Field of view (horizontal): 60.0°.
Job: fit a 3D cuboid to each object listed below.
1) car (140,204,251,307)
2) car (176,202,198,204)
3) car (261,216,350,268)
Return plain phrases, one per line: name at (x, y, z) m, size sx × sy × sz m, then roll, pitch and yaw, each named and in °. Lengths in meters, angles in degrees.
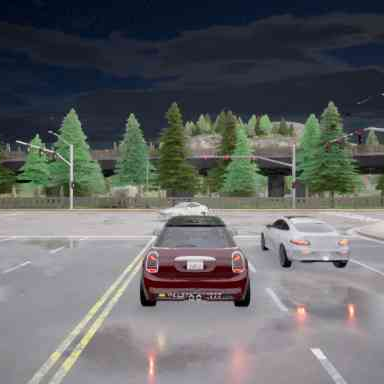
car at (0.077, 1.352, 8.157) m, size 2.097 × 1.767 × 4.553 m, roll 0°, pitch 0°, yaw 1°
car at (-0.624, 1.501, 25.802) m, size 1.812 × 1.442 × 4.674 m, roll -1°, pitch 0°, yaw 42°
car at (3.594, 1.526, 11.205) m, size 1.812 × 1.442 × 4.674 m, roll 0°, pitch 0°, yaw 0°
